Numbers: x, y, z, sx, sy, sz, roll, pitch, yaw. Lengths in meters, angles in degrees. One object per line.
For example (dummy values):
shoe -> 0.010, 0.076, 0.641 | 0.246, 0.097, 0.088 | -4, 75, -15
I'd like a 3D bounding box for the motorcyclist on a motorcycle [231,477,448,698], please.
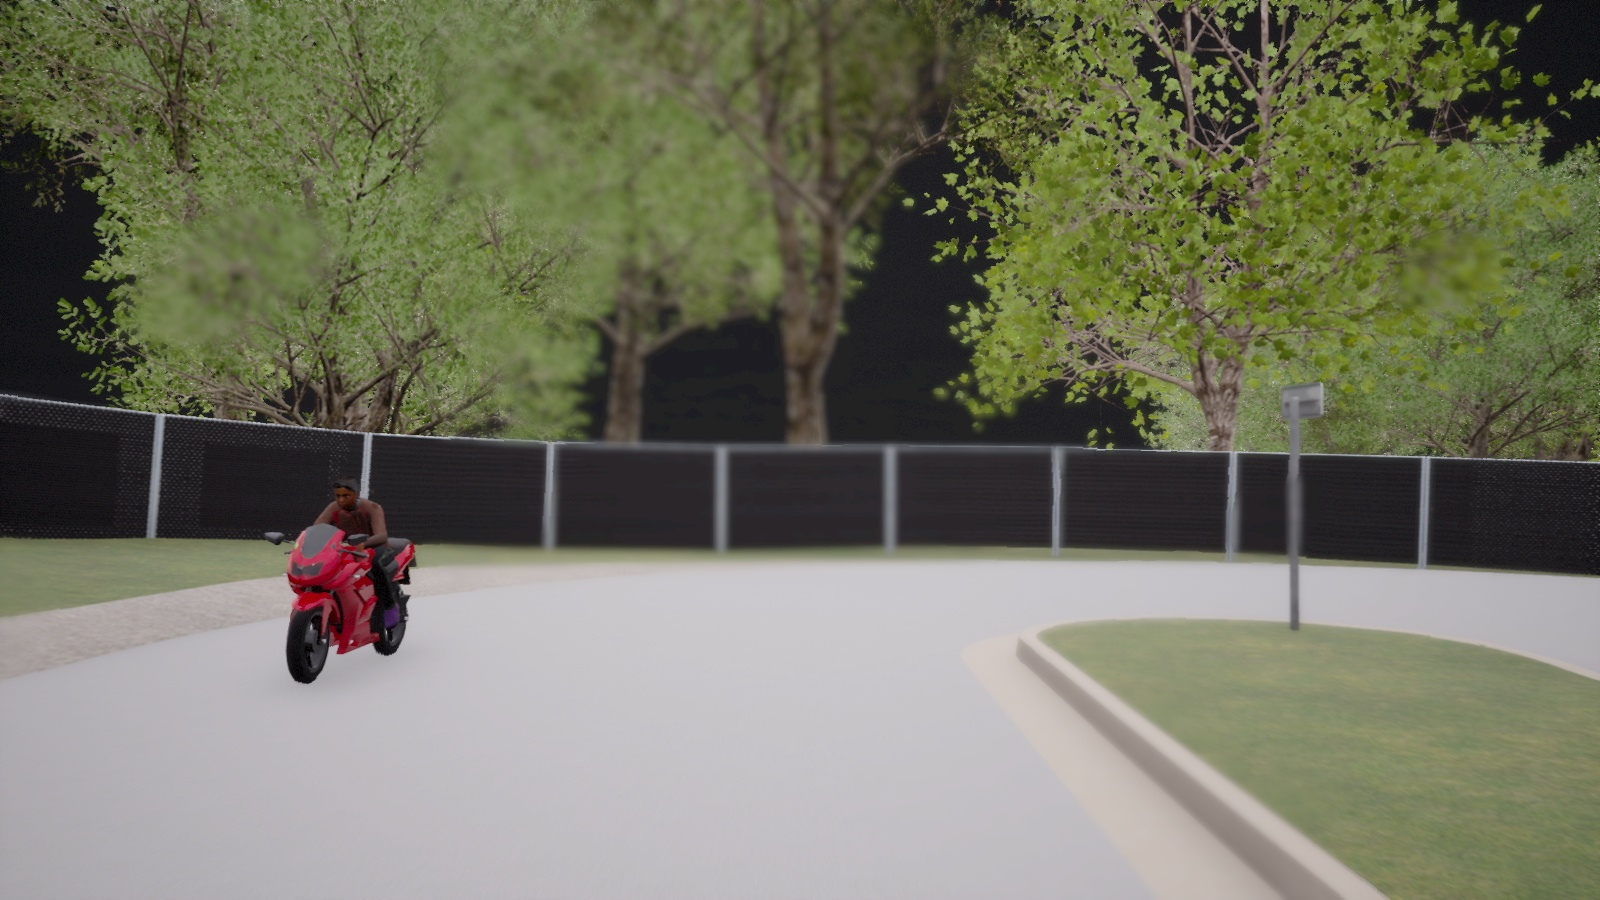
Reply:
motorcyclist on a motorcycle -> -3.521, 0.984, 9.830 | 0.797, 1.523, 2.044 | 0, -1, 5
